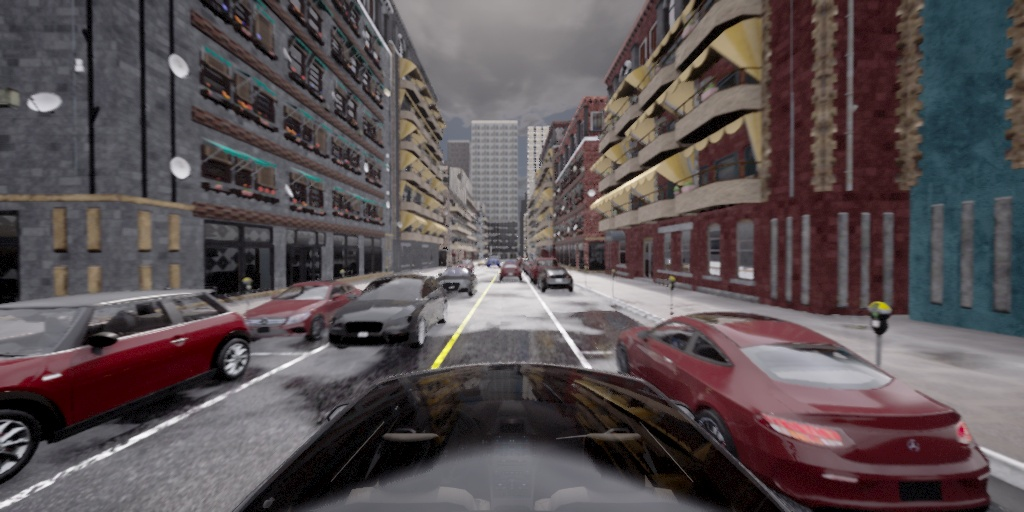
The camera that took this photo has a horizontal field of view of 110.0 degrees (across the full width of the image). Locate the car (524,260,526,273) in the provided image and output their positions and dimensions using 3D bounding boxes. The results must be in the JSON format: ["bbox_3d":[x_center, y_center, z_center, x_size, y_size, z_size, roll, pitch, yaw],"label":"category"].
[{"bbox_3d":[2.397,1.298,32.075,2.007,1.370,4.403,0,0,0],"label":"car"}]

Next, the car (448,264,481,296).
[{"bbox_3d":[-2.937,1.325,19.295,1.994,1.385,4.181,0,0,-1],"label":"car"}]

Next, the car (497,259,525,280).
[{"bbox_3d":[-0.101,1.280,31.076,1.812,1.442,4.674,0,0,0],"label":"car"}]

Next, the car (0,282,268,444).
[{"bbox_3d":[-5.316,1.205,4.261,1.967,1.591,4.097,0,0,0],"label":"car"}]

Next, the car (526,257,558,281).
[{"bbox_3d":[2.430,1.061,26.526,2.192,1.841,5.009,0,0,0],"label":"car"}]

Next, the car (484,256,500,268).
[{"bbox_3d":[-3.126,0.997,61.928,2.150,2.045,5.566,0,0,0],"label":"car"}]

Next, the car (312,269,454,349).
[{"bbox_3d":[-2.879,1.265,9.324,1.837,1.490,4.892,0,0,0],"label":"car"}]

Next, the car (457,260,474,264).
[{"bbox_3d":[-5.551,1.210,43.104,1.967,1.591,4.097,0,0,0],"label":"car"}]

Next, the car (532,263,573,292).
[{"bbox_3d":[2.464,1.312,20.977,1.948,1.339,4.313,0,0,0],"label":"car"}]

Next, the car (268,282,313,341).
[{"bbox_3d":[-5.350,1.348,9.810,1.802,1.307,4.207,0,0,0],"label":"car"}]

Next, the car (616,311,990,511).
[{"bbox_3d":[2.569,1.325,4.331,1.802,1.307,4.207,0,0,0],"label":"car"}]
